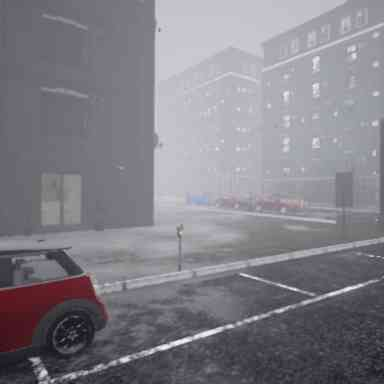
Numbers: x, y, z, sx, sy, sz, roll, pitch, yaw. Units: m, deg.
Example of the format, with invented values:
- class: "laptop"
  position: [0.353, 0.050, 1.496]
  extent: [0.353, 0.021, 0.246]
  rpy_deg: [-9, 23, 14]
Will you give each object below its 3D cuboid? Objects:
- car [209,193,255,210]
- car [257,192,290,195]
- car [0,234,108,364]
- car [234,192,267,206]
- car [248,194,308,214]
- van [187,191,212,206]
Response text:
- class: "car"
  position: [4.236, 1.035, 34.132]
  extent: [1.887, 1.381, 4.507]
  rpy_deg: [2, 0, -36]
- class: "car"
  position: [8.909, 0.903, 32.259]
  extent: [2.097, 1.767, 4.553]
  rpy_deg: [1, 0, -36]
- class: "car"
  position: [-3.329, 1.441, 4.334]
  extent: [4.097, 1.590, 1.967]
  rpy_deg: [0, 1, -35]
- class: "car"
  position: [7.634, 0.884, 43.710]
  extent: [1.967, 1.590, 4.097]
  rpy_deg: [2, 0, -36]
- class: "car"
  position: [7.516, 1.141, 29.493]
  extent: [1.887, 1.381, 4.507]
  rpy_deg: [2, 0, -36]
- class: "van"
  position: [0.898, 0.724, 38.731]
  extent: [1.690, 1.788, 3.998]
  rpy_deg: [2, 0, -36]
